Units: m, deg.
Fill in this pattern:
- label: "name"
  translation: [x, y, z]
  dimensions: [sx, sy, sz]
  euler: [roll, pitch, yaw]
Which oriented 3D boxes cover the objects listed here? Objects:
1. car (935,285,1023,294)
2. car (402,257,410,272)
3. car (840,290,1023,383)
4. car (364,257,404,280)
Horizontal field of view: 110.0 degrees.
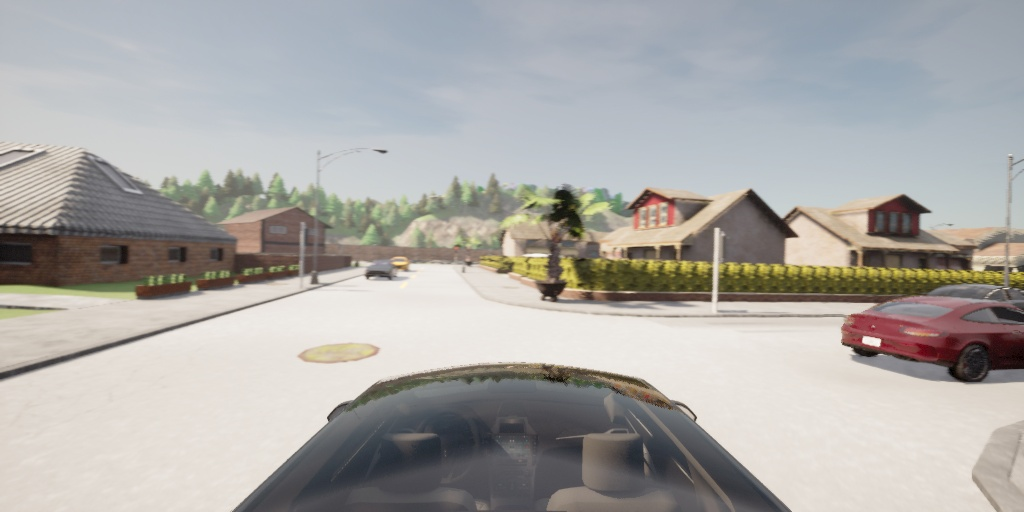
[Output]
- label: "car"
  translation: [16.738, 1.805, 13.033]
  dimensions: [4.892, 1.490, 1.837]
  euler: [2, 0, -12]
- label: "car"
  translation: [-12.098, 0.865, 38.653]
  dimensions: [1.882, 1.535, 5.008]
  euler: [2, 0, -11]
- label: "car"
  translation: [9.323, 1.582, 7.448]
  dimensions: [4.674, 1.442, 1.812]
  euler: [2, 0, -10]
- label: "car"
  translation: [-9.782, 1.000, 27.214]
  dimensions: [2.033, 1.411, 5.357]
  euler: [2, 0, -11]
